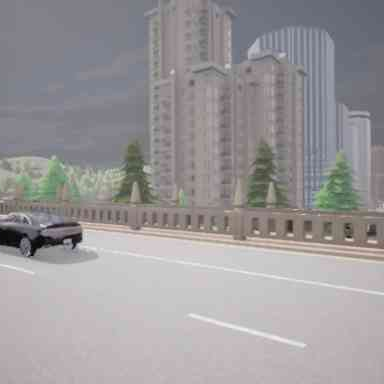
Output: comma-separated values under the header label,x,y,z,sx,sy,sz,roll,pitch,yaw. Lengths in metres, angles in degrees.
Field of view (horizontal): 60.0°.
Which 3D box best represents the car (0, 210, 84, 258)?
label,x,y,z,sx,sy,sz,roll,pitch,yaw
car,-6.211,1.456,12.724,4.902,1.511,2.128,0,0,36
